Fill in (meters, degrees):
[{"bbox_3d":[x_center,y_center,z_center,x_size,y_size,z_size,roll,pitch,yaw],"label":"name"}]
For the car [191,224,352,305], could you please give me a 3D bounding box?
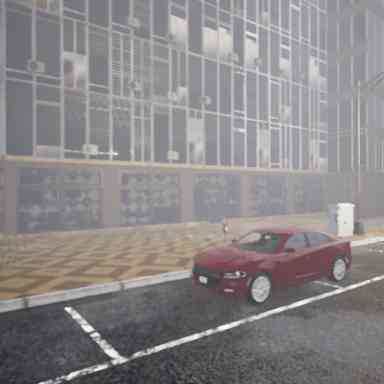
[{"bbox_3d":[2.058,1.518,8.030,4.507,1.381,1.887,0,0,-36],"label":"car"}]
